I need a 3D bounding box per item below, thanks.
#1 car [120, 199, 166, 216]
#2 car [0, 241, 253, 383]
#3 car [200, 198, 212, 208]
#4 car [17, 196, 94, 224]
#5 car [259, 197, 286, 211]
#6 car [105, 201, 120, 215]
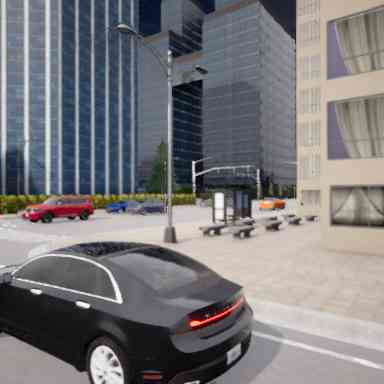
[{"bbox_3d":[-4.785,1.494,34.759,2.097,1.767,4.553,0,0,36],"label":"car"},{"bbox_3d":[-1.501,1.519,5.059,4.892,1.490,1.837,0,0,36],"label":"car"},{"bbox_3d":[3.032,1.683,51.349,1.812,1.442,4.674,0,0,36],"label":"car"},{"bbox_3d":[-10.556,1.361,26.812,2.150,2.045,5.566,0,0,36],"label":"car"},{"bbox_3d":[10.666,1.474,43.771,2.097,1.767,4.553,0,0,37],"label":"car"},{"bbox_3d":[-7.369,1.631,37.160,1.882,1.535,5.008,0,0,36],"label":"car"}]
